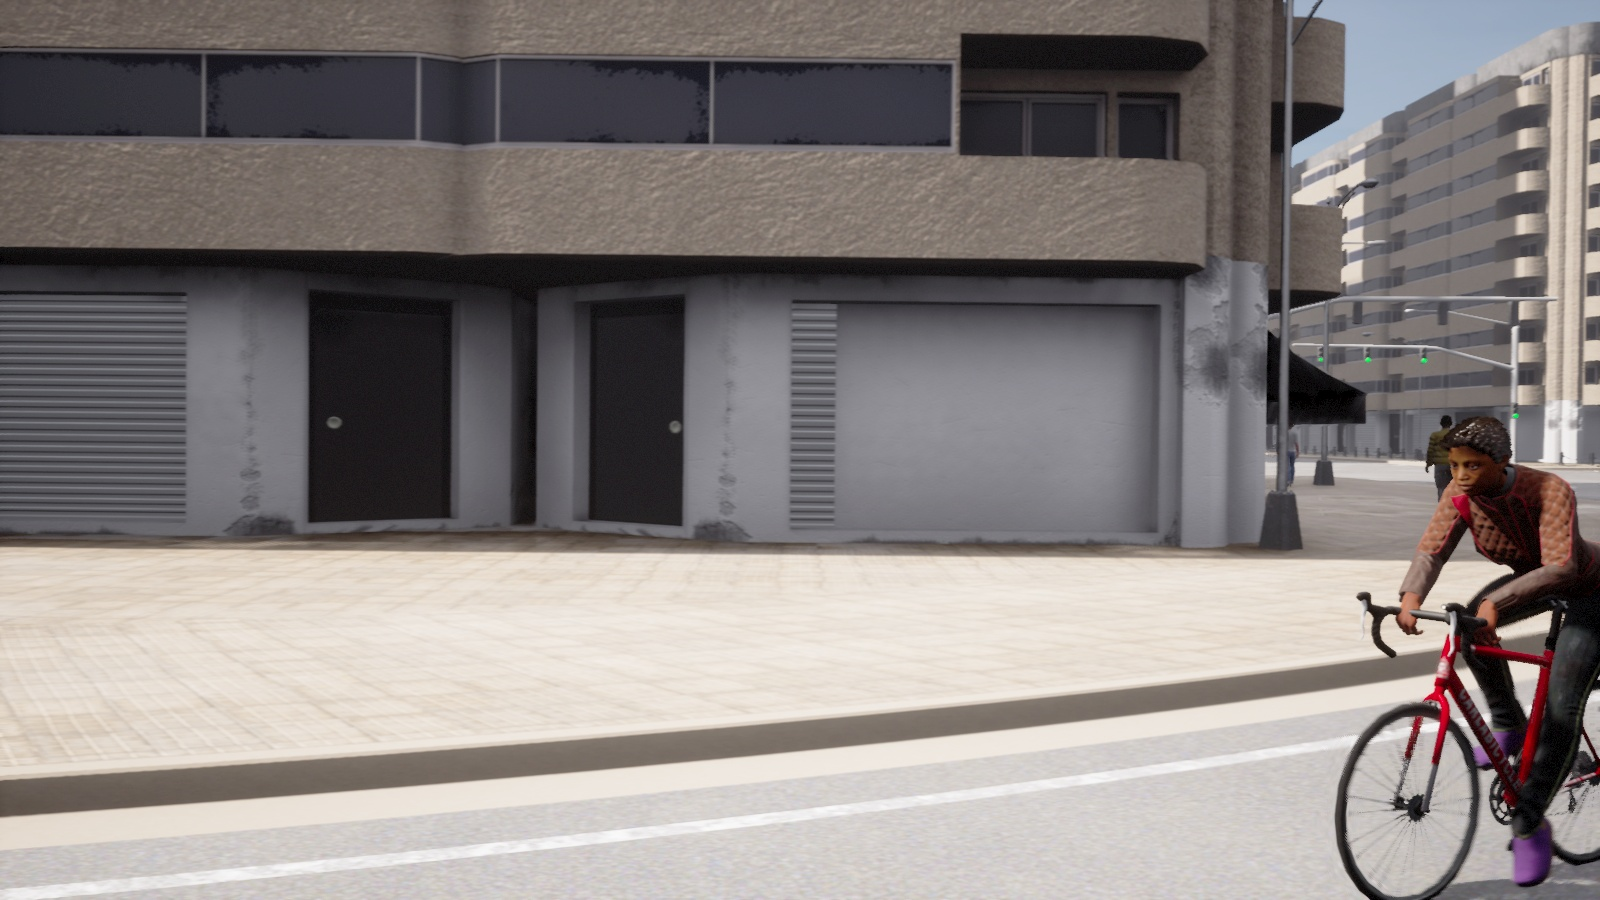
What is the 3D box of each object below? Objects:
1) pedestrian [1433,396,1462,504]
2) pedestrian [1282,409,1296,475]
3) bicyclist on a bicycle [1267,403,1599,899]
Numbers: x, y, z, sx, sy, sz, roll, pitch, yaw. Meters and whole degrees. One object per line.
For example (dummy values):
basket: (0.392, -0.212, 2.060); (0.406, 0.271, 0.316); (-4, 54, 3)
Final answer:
pedestrian: (11.189, -0.004, 21.711); (0.431, 1.840, 0.709); (0, 1, 27)
pedestrian: (13.651, -0.223, 35.061); (0.354, 1.836, 0.706); (0, 1, 22)
bicyclist on a bicycle: (2.459, 0.657, 4.345); (1.656, 1.620, 0.582); (-1, 1, -27)
